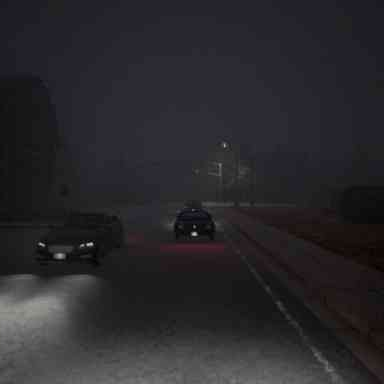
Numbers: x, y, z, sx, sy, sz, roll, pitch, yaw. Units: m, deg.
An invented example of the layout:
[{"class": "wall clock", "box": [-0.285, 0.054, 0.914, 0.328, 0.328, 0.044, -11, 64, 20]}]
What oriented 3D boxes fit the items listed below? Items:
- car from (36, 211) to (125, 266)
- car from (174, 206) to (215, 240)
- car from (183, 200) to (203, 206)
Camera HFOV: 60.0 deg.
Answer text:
[{"class": "car", "box": [-3.584, 1.447, 11.470, 2.128, 1.511, 4.902, 0, 1, 0]}, {"class": "car", "box": [0.112, 1.602, 17.144, 1.895, 1.301, 4.718, 0, 0, 0]}, {"class": "car", "box": [0.099, 1.545, 33.642, 1.812, 1.442, 4.674, 0, 0, 0]}]
